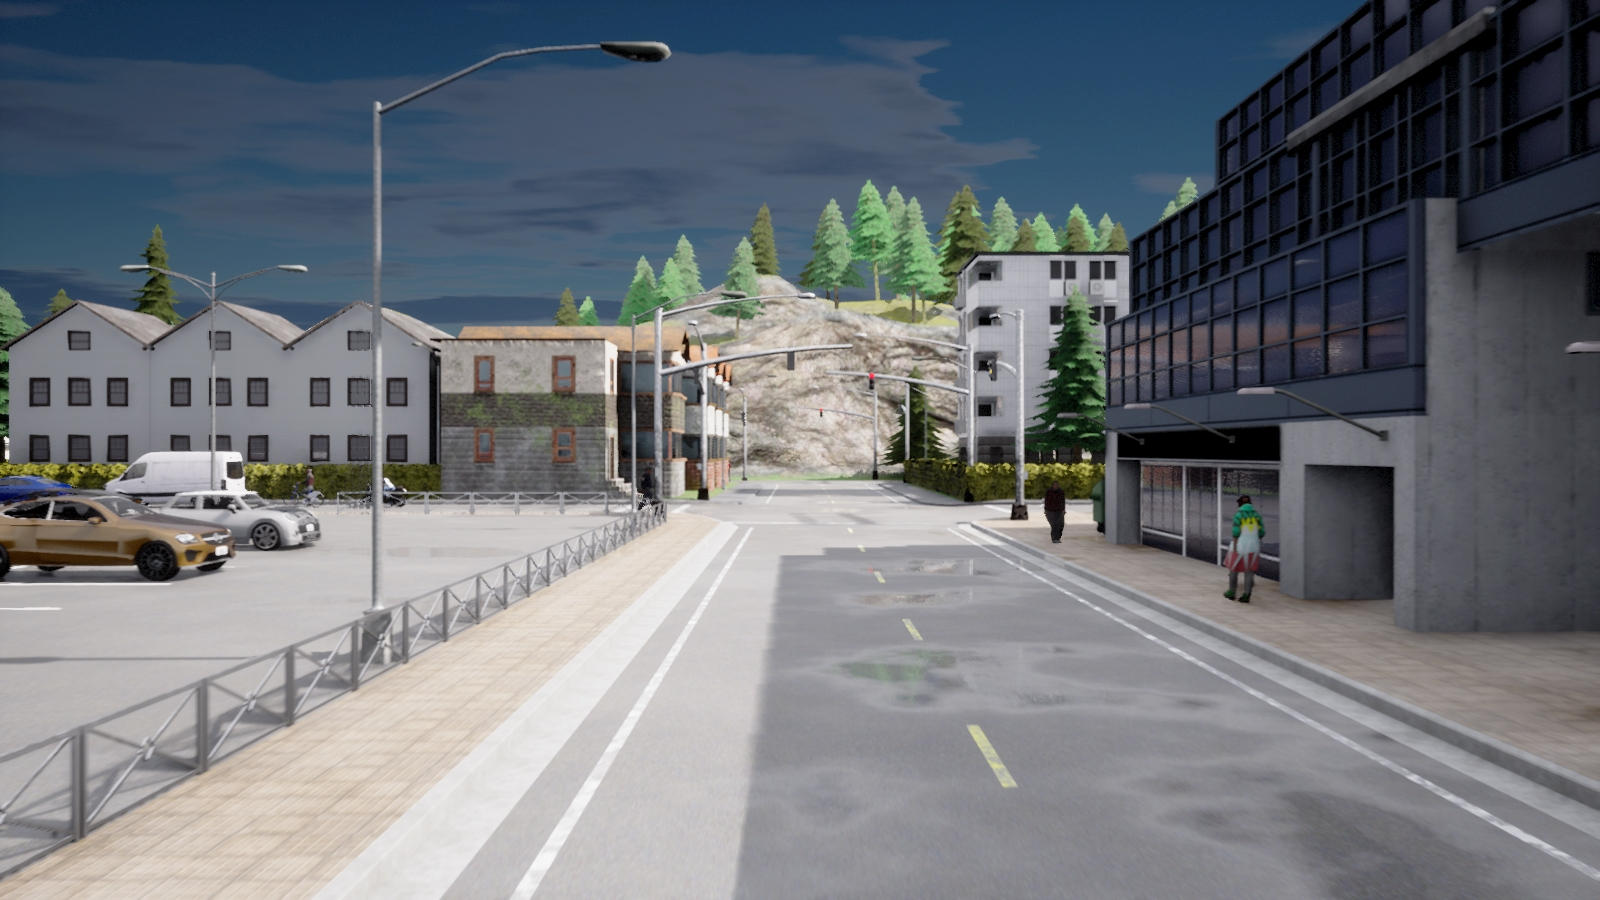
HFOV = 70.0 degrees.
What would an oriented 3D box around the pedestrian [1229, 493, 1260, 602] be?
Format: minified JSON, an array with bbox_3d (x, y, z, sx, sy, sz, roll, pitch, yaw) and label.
[{"bbox_3d":[7.710,1.676,19.834,0.375,1.860,0.375,0,0,-4],"label":"pedestrian"}]

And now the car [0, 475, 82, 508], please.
[{"bbox_3d":[-35.659,1.887,52.051,4.674,1.442,2.002,0,0,0],"label":"car"}]

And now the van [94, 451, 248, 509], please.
[{"bbox_3d":[-28.556,1.340,52.016,5.915,2.561,1.988,0,0,0],"label":"van"}]

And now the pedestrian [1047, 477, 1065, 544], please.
[{"bbox_3d":[7.151,1.677,31.916,0.375,1.860,0.375,0,0,-5],"label":"pedestrian"}]

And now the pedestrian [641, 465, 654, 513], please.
[{"bbox_3d":[-5.927,1.503,44.347,0.375,1.860,0.375,0,0,13],"label":"pedestrian"}]

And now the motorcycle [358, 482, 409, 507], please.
[{"bbox_3d":[-18.936,2.019,52.005,2.033,1.145,0.803,0,0,0],"label":"motorcycle"}]

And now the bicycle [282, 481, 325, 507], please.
[{"bbox_3d":[-22.628,2.016,52.061,1.835,1.171,0.329,0,0,0],"label":"bicycle"}]
